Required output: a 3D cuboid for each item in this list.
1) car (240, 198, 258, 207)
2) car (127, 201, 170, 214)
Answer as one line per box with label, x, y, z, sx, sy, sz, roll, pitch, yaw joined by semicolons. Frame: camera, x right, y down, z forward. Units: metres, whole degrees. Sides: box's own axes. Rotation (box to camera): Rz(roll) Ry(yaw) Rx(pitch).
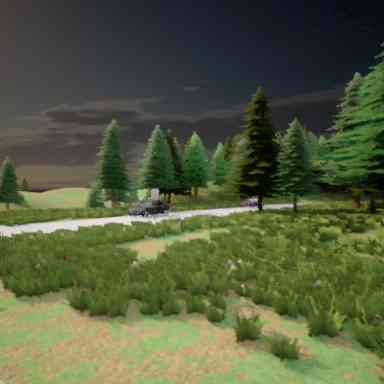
car;8.912;1.627;50.225;1.812;1.442;4.674;0;0;35
car;-4.055;1.606;31.838;1.837;1.490;4.892;0;0;35
